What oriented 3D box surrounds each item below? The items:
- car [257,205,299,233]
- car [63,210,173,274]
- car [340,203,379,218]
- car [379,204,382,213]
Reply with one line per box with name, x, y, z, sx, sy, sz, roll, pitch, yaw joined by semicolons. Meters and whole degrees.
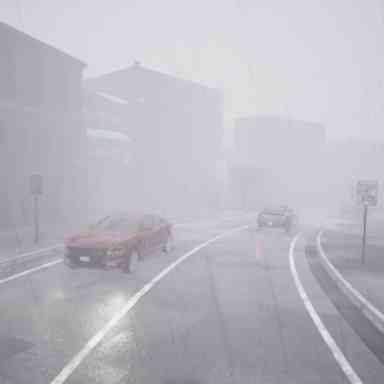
car;5.408;1.568;20.588;2.128;1.511;4.902;3;1;26
car;-2.069;1.390;10.712;1.882;1.535;5.008;1;0;14
car;18.055;1.936;36.436;4.902;1.511;2.128;2;3;-40
car;23.413;1.896;44.561;5.008;1.535;1.882;2;3;-31
